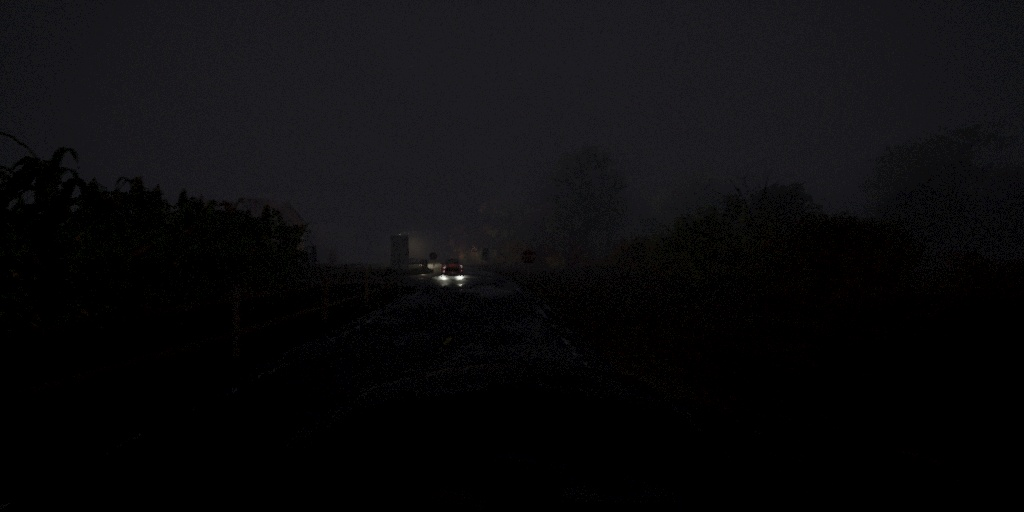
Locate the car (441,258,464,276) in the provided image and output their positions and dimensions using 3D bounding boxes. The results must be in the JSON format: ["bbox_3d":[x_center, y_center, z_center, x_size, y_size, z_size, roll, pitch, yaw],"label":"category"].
[{"bbox_3d":[-6.027,1.018,36.268,2.097,1.767,4.553,0,0,-10],"label":"car"}]
